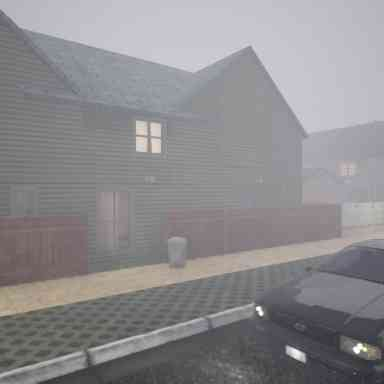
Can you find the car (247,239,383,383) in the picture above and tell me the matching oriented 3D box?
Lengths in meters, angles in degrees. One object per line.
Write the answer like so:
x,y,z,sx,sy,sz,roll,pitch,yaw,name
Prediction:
3.396,1.548,5.542,5.357,1.411,2.033,0,0,-36,car
